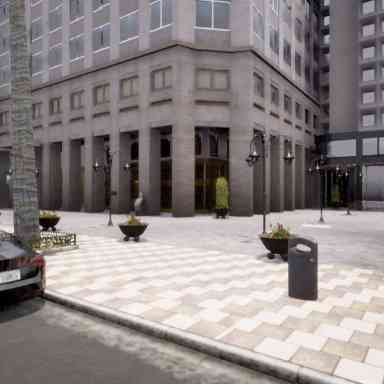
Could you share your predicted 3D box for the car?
[{"bbox_3d":[-5.085,1.513,7.118,4.786,1.482,2.161,0,0,35],"label":"car"}]
